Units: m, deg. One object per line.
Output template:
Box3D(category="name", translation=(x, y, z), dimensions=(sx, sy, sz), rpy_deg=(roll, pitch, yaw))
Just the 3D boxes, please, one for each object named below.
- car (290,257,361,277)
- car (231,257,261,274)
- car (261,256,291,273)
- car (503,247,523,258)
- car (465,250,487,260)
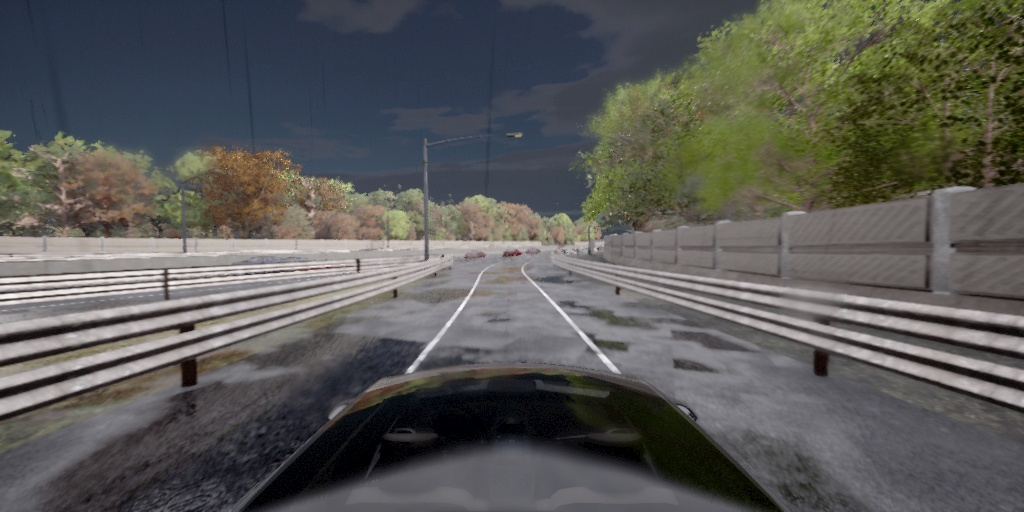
Box3D(category="car", translation=(-14.053, 0.814, 27.775), dimensions=(1.895, 1.301, 4.718), rpy_deg=(0, 2, 23))
Box3D(category="car", translation=(-20.560, 0.717, 30.358), dimensions=(2.033, 1.411, 5.357), rpy_deg=(0, 2, 23))
Box3D(category="car", translation=(-17.318, 0.757, 29.036), dimensions=(1.994, 1.385, 4.181), rpy_deg=(0, 2, 23))
Box3D(category="car", translation=(0.194, -0.481, 60.176), dimensions=(1.882, 1.535, 5.008), rpy_deg=(0, 2, 24))
Box3D(category="car", translation=(-5.586, -0.207, 55.789), dimensions=(1.994, 1.385, 4.181), rpy_deg=(1, 2, 24))
